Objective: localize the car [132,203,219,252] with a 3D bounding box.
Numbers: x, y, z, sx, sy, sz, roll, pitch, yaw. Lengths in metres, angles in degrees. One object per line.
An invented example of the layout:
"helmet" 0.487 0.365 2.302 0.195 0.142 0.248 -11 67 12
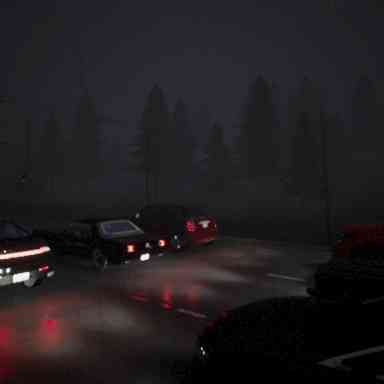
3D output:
"car" -1.249 1.221 13.475 4.553 1.767 2.097 1 1 36

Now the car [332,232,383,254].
"car" 4.356 1.610 5.188 4.718 1.301 1.895 1 1 35

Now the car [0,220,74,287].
"car" -5.200 1.363 7.694 4.902 1.511 2.128 1 1 35

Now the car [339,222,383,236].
"car" 6.421 1.232 8.014 5.566 2.045 2.150 1 1 35

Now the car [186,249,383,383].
"car" 2.203 1.498 2.405 4.902 1.511 2.128 1 0 36

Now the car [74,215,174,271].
"car" -3.072 1.474 10.472 4.718 1.301 1.895 1 1 37
